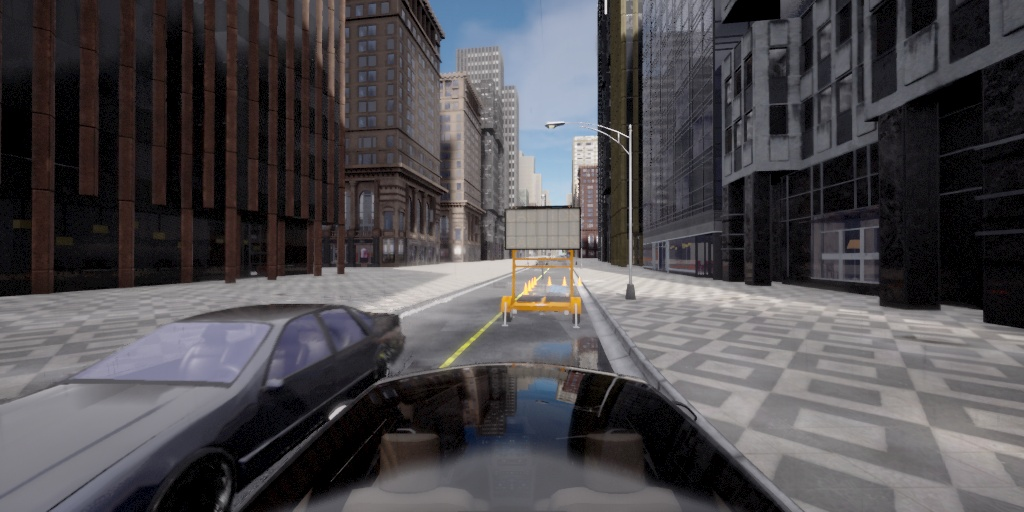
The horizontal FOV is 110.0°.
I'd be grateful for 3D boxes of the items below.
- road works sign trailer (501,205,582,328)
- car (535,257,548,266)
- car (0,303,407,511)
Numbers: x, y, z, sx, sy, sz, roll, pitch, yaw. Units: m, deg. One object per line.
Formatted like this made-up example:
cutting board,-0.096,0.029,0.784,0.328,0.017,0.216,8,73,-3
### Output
road works sign trailer,0.985,0.211,11.449,2.380,3.560,2.880,0,0,8
car,5.186,0.984,61.935,2.097,1.767,4.553,0,0,8
car,-2.869,1.298,4.063,2.033,1.411,5.357,0,0,3
